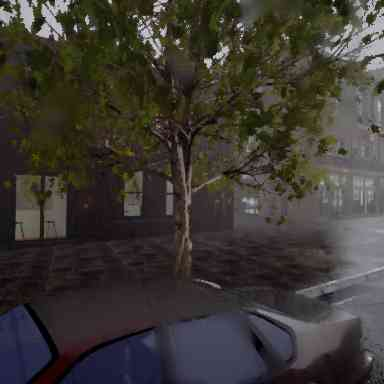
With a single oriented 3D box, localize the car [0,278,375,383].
[{"bbox_3d":[-0.664,1.548,2.616,5.357,1.411,2.033,0,0,-35],"label":"car"}]
